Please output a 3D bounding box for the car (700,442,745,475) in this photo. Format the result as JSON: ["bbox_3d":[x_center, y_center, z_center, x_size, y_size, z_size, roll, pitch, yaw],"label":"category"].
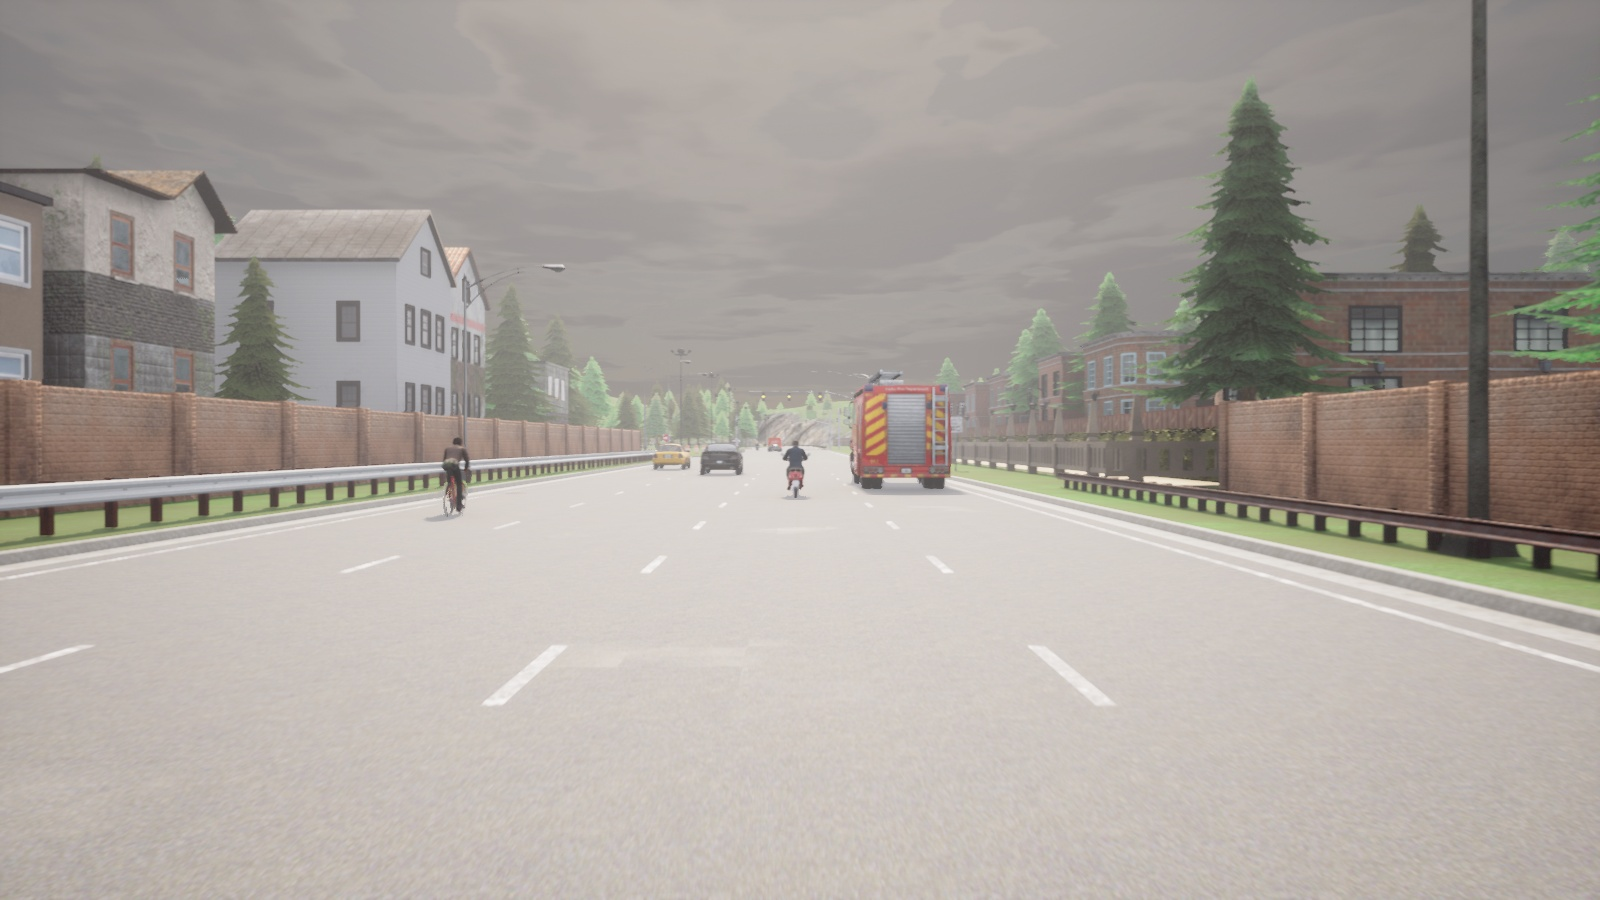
[{"bbox_3d":[-3.697,0.381,60.419,1.882,1.535,5.008,0,0,0],"label":"car"}]

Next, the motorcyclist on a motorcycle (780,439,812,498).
[{"bbox_3d":[-0.107,0.502,35.098,0.866,1.590,1.817,0,0,0],"label":"motorcyclist on a motorcycle"}]

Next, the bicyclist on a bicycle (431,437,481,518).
[{"bbox_3d":[-7.074,0.548,25.878,0.582,1.620,1.656,0,0,0],"label":"bicyclist on a bicycle"}]

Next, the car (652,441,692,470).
[{"bbox_3d":[-7.235,0.278,71.407,1.801,1.575,5.366,0,0,0],"label":"car"}]

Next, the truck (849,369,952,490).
[{"bbox_3d":[3.362,-0.664,44.093,2.891,3.827,8.468,0,0,0],"label":"truck"}]
